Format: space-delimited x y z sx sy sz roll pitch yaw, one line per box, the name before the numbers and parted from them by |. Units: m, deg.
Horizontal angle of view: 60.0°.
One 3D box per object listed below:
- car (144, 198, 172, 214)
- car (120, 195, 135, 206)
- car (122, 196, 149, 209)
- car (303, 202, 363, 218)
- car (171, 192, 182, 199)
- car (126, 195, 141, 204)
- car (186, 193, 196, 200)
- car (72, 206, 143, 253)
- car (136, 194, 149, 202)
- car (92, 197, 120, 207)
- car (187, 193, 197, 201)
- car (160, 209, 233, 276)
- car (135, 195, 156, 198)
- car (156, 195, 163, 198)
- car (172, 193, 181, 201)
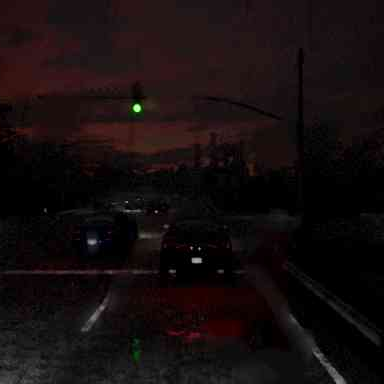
car | -3.368 1.551 33.941 1.895 1.301 4.718 0 0 0
car | -10.487 1.414 49.738 2.128 1.511 4.902 0 0 0
car | -7.041 1.503 41.658 1.994 1.385 4.181 0 0 0
car | 12.102 1.556 28.883 4.718 1.301 1.895 0 0 -3
car | -3.815 0.907 81.901 2.128 1.511 4.902 0 1 -8
car | -10.440 1.359 59.984 1.837 1.490 4.892 0 1 0
car | -0.322 0.995 82.140 2.128 1.511 4.902 0 1 -5
car | -3.385 1.506 13.571 1.812 1.442 4.674 0 0 0
car | -10.442 1.236 70.434 2.033 1.411 5.357 0 1 0
car | -10.545 1.419 40.249 1.882 1.535 5.008 0 0 0
car | 0.059 1.226 71.785 2.033 1.411 5.357 0 1 0
car | 0.113 1.463 10.348 1.882 1.535 5.008 0 0 0
car | -6.985 1.446 50.414 1.812 1.442 4.674 0 0 1
car | -6.940 1.414 60.367 1.994 1.385 4.181 0 1 0
car | -3.443 1.203 71.776 1.812 1.442 4.674 0 1 0
